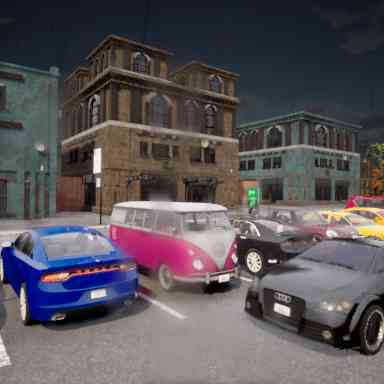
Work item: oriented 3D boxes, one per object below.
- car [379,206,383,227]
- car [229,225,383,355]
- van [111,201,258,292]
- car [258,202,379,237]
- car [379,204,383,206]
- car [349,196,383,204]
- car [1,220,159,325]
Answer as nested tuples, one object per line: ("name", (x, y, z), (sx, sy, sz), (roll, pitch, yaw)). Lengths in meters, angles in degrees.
("car", (6.223, 1.479, 13.677), (1.946, 1.575, 5.366), (0, 0, -36))
("car", (2.962, 1.566, 6.113), (4.181, 1.385, 1.994), (0, 0, -36))
("van", (-0.608, 1.256, 8.875), (1.878, 1.987, 4.442), (0, 0, -36))
("car", (3.935, 1.356, 12.307), (2.185, 1.767, 4.553), (0, 0, -36))
("car", (8.376, 1.481, 15.451), (2.097, 1.535, 5.008), (0, 0, -36))
("car", (10.660, 1.230, 17.043), (2.435, 2.045, 5.566), (0, 0, -36))
("car", (-2.937, 1.480, 7.346), (2.097, 1.535, 5.008), (0, 0, -36))
